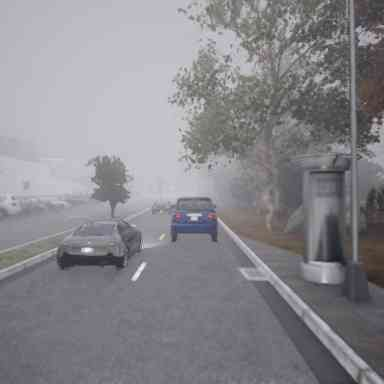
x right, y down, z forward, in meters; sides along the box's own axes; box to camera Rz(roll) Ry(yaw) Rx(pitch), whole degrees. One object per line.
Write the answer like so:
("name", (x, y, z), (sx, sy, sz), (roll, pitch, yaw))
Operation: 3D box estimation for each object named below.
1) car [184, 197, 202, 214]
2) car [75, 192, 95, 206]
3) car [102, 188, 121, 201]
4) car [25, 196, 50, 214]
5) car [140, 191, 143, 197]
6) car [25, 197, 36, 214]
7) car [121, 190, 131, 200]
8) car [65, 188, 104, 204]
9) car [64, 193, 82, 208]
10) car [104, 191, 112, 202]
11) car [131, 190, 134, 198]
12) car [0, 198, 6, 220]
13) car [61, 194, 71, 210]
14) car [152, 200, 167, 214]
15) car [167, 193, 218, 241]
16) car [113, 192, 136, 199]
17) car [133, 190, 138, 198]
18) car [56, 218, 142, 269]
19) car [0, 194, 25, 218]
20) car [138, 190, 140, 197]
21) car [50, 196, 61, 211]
("car", (0.102, 1.376, 35.320), (1.837, 1.490, 4.892), (0, 1, 0))
("car", (-16.787, 1.219, 47.671), (4.792, 1.488, 2.163), (-1, 1, -20))
("car", (-16.830, 0.749, 62.639), (5.566, 2.045, 2.435), (-1, 1, -20))
("car", (-16.826, 1.439, 32.655), (4.674, 1.452, 2.002), (-1, 0, -20))
("car", (-16.789, 0.536, 89.663), (5.566, 2.045, 2.435), (-1, 1, -20))
("car", (-16.851, 1.455, 29.630), (4.792, 1.488, 2.163), (-1, 1, -20))
("car", (-16.802, 0.892, 74.663), (4.892, 1.521, 2.231), (-1, 0, -20))
("car", (-16.790, 0.897, 50.670), (5.566, 2.045, 2.435), (-1, 1, -20))
("car", (-16.810, 1.279, 41.654), (5.008, 1.535, 2.097), (-1, 1, -20))
("car", (-16.980, 1.070, 56.591), (5.366, 1.575, 1.946), (-1, 1, -20))
("car", (-16.817, 0.898, 77.648), (4.792, 1.488, 2.163), (-1, 1, -20))
("car", (-16.658, 1.467, 23.703), (5.366, 1.575, 1.946), (-1, 0, -20))
("car", (-16.822, 1.361, 38.655), (4.674, 1.452, 2.002), (-1, 1, -20))
("car", (-2.904, 1.493, 33.666), (1.895, 1.301, 4.718), (0, 1, 0))
("car", (0.101, 1.229, 17.016), (2.150, 2.045, 5.566), (0, 0, 0))
("car", (-16.957, 0.827, 83.601), (5.366, 1.575, 1.946), (-1, 1, -20))
("car", (-16.818, 0.597, 80.649), (5.566, 2.045, 2.435), (-1, 1, -20))
("car", (-2.899, 1.577, 11.220), (1.994, 1.385, 4.181), (0, 0, 0))
("car", (-16.856, 1.201, 26.629), (5.566, 2.045, 2.435), (-1, 1, -20))
("car", (-16.768, 0.847, 86.668), (4.674, 1.452, 2.002), (-1, 1, -20))
("car", (-16.854, 1.235, 35.642), (4.553, 1.767, 2.185), (-1, 1, -20))
